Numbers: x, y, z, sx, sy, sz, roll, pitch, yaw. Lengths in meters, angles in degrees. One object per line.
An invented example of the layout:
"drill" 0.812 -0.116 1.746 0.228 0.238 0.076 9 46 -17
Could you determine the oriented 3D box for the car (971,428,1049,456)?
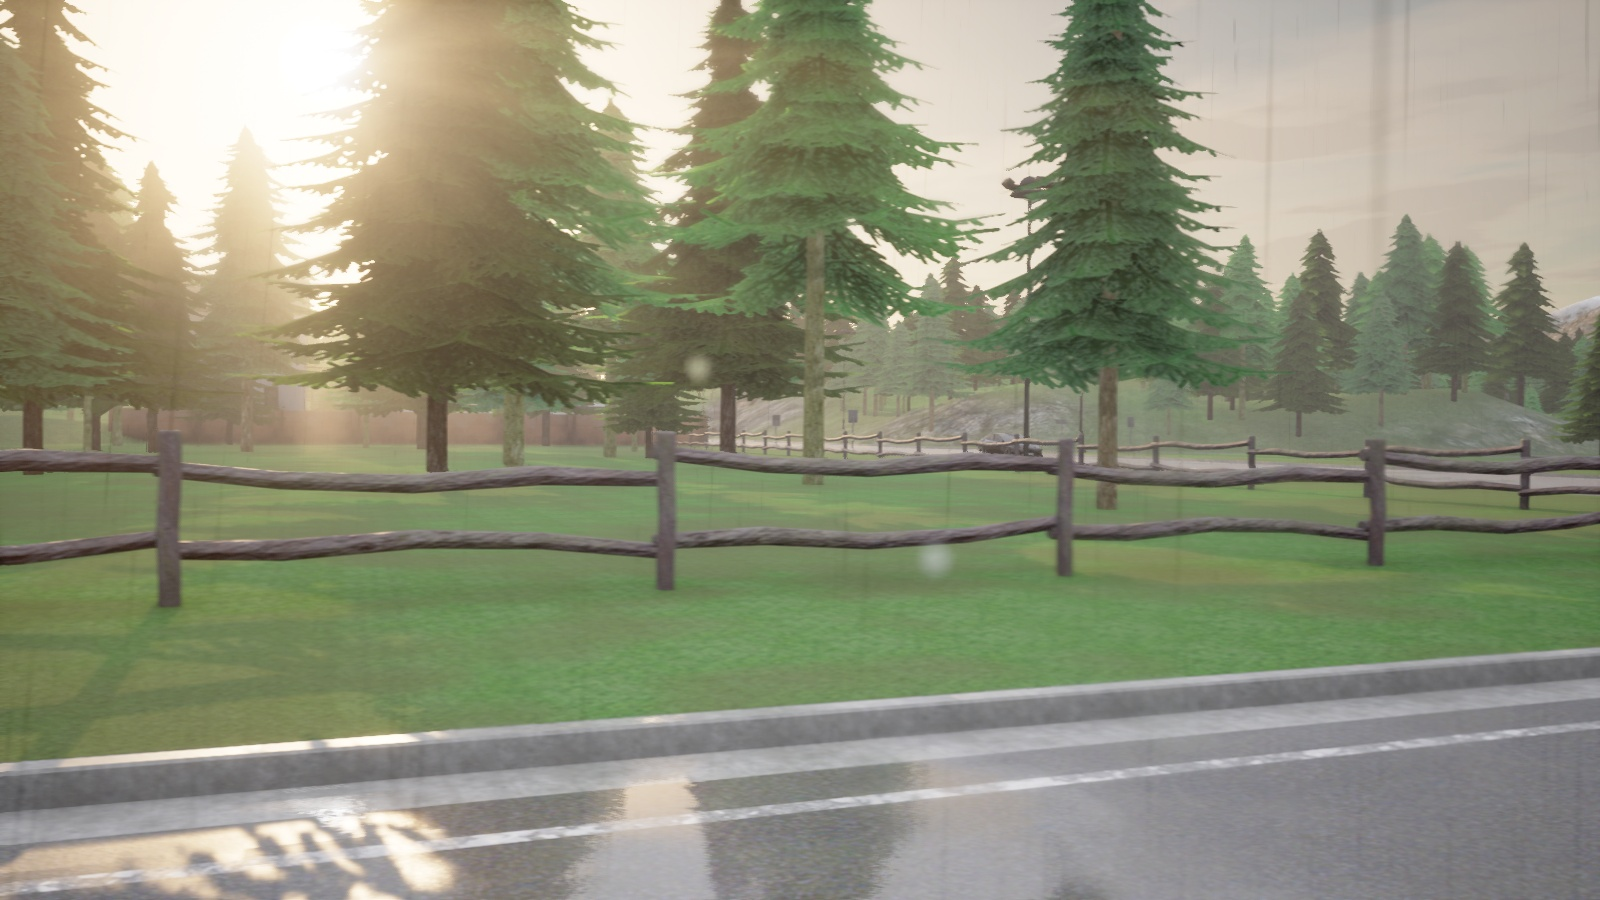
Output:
"car" 11.609 -0.462 69.738 2.163 1.488 4.792 -1 1 -20
